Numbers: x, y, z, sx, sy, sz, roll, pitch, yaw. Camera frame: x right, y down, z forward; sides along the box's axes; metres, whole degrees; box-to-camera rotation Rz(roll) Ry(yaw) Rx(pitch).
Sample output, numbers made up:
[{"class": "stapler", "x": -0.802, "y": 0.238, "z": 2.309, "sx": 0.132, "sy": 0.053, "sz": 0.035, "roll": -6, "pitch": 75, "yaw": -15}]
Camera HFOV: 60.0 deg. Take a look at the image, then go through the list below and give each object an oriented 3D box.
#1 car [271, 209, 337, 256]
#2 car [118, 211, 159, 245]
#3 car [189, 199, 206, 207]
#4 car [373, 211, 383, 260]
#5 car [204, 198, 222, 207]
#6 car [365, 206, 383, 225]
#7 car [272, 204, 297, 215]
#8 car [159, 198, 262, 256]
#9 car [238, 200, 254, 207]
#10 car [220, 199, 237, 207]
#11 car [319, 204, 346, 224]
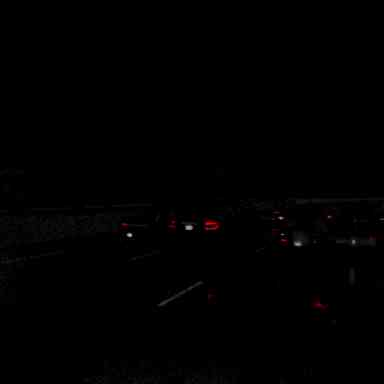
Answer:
[{"class": "car", "x": 4.821, "y": 1.673, "z": 13.937, "sx": 1.812, "sy": 1.442, "sz": 4.674, "roll": 0, "pitch": 0, "yaw": 27}, {"class": "car", "x": -1.632, "y": 1.677, "z": 16.687, "sx": 2.128, "sy": 1.511, "sz": 4.902, "roll": 0, "pitch": -1, "yaw": 27}, {"class": "car", "x": 1.137, "y": 2.280, "z": 69.723, "sx": 1.812, "sy": 1.442, "sz": 4.674, "roll": 0, "pitch": -1, "yaw": 26}, {"class": "car", "x": 7.961, "y": 1.653, "z": 12.389, "sx": 1.812, "sy": 1.442, "sz": 4.674, "roll": 0, "pitch": 0, "yaw": 27}, {"class": "car", "x": 4.297, "y": 2.091, "z": 68.230, "sx": 2.097, "sy": 1.767, "sz": 4.553, "roll": 0, "pitch": -1, "yaw": 26}, {"class": "car", "x": 14.607, "y": 1.792, "z": 25.834, "sx": 1.812, "sy": 1.442, "sz": 4.674, "roll": 0, "pitch": 0, "yaw": 27}, {"class": "car", "x": 8.151, "y": 1.810, "z": 28.580, "sx": 1.837, "sy": 1.490, "sz": 4.892, "roll": 0, "pitch": 0, "yaw": 27}, {"class": "car", "x": 1.088, "y": 1.380, "z": 14.319, "sx": 2.150, "sy": 2.045, "sz": 5.566, "roll": 0, "pitch": 0, "yaw": 27}, {"class": "car", "x": 10.570, "y": 2.257, "z": 65.140, "sx": 1.994, "sy": 1.385, "sz": 4.181, "roll": 0, "pitch": -1, "yaw": 27}, {"class": "car", "x": 7.422, "y": 2.241, "z": 66.655, "sx": 1.812, "sy": 1.442, "sz": 4.674, "roll": 0, "pitch": -1, "yaw": 27}, {"class": "car", "x": 11.621, "y": 1.767, "z": 27.686, "sx": 1.882, "sy": 1.535, "sz": 5.008, "roll": 0, "pitch": 0, "yaw": 27}]
